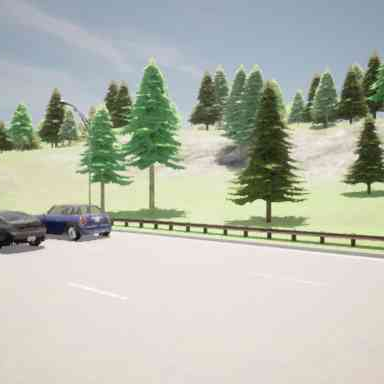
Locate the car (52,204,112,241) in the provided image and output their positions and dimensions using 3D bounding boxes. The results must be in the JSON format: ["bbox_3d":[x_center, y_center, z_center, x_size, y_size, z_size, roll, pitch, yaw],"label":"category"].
[{"bbox_3d":[-6.287,1.366,16.798,4.553,1.767,2.097,0,0,31],"label":"car"}]

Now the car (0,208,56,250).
[{"bbox_3d":[-8.125,1.516,13.819,4.892,1.490,1.837,0,0,31],"label":"car"}]
